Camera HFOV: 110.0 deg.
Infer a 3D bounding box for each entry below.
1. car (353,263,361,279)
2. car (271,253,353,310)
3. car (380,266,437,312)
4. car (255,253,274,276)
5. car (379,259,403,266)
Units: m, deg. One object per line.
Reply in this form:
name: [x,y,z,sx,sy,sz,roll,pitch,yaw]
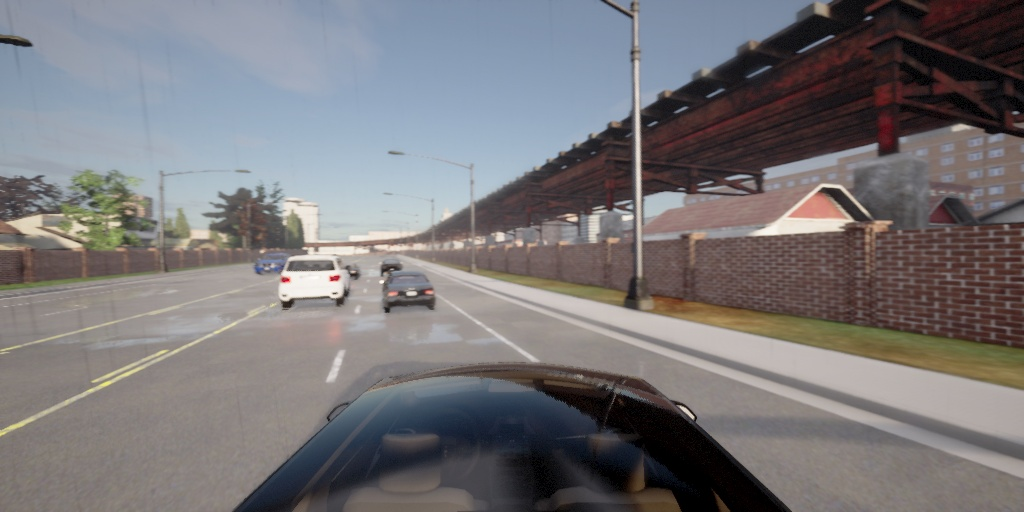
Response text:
car: [-13.478,1.219,29.363,1.895,1.301,4.718,-1,1,-20]
car: [-8.304,1.002,15.455,2.150,2.045,5.566,-1,0,-22]
car: [-4.242,1.301,14.475,2.033,1.411,5.357,-1,0,-20]
car: [-23.343,0.759,35.339,2.150,2.045,5.566,-1,1,-20]
car: [-11.219,1.003,33.370,1.882,1.535,5.008,-1,1,-20]
